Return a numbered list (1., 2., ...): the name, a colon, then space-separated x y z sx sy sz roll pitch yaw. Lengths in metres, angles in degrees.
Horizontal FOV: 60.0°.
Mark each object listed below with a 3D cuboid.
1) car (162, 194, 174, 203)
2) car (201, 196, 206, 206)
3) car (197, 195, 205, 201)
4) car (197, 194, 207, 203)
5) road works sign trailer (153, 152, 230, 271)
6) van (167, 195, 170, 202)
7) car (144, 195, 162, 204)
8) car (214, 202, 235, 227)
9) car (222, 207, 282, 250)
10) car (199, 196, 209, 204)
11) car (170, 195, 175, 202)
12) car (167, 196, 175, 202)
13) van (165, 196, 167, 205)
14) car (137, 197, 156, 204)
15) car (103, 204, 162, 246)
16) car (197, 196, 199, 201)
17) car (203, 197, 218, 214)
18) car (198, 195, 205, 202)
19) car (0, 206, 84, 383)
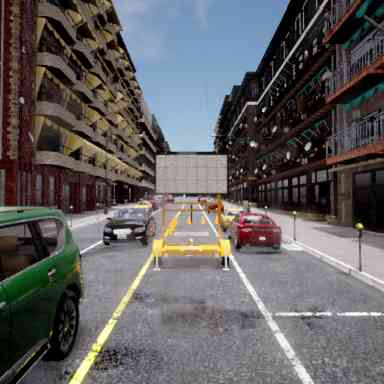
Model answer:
1. car: -5.394 1.516 75.205 2.192 1.841 5.009 1 0 0
2. car: 2.527 1.628 41.971 2.008 1.369 4.403 1 0 0
3. car: 2.424 1.723 91.750 1.967 1.590 4.097 1 0 0
4. car: 2.443 1.541 80.687 2.192 1.841 5.009 1 0 0
5. road works sign trailer: -0.014 0.475 10.980 2.380 3.560 2.880 0 0 0
6. van: -5.372 1.473 58.614 1.690 1.788 3.998 1 0 0
7. car: -5.347 1.393 42.024 2.192 1.841 5.009 2 0 0
8. car: 2.559 1.551 20.019 1.752 1.417 4.829 1 0 0
9. car: 2.567 1.561 14.317 1.887 1.381 4.507 1 0 0
10. car: 2.498 1.617 69.625 1.967 1.590 4.097 1 0 0
11. car: -5.387 1.492 69.675 2.192 1.841 5.009 1 0 0
12. car: -5.417 1.820 86.266 1.947 1.339 4.313 1 0 0
13. van: -5.363 1.452 53.082 1.690 1.788 3.998 2 0 0
14. car: -5.344 1.588 36.322 1.752 1.417 4.829 2 0 0
15. car: -2.774 1.510 15.538 2.128 1.511 4.902 0 0 0
16. car: 2.496 1.698 64.093 1.887 1.381 4.507 1 0 0
17. car: 2.535 1.608 36.439 1.887 1.381 4.507 1 0 0
18. car: 2.504 1.676 58.563 1.887 1.381 4.507 1 0 0
19. car: -2.746 1.224 3.017 2.150 2.045 5.566 0 0 0
